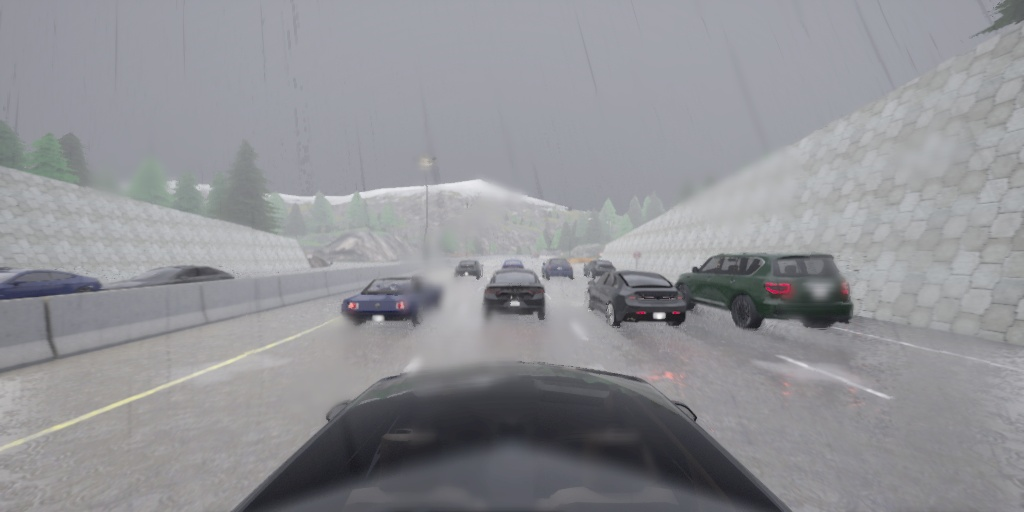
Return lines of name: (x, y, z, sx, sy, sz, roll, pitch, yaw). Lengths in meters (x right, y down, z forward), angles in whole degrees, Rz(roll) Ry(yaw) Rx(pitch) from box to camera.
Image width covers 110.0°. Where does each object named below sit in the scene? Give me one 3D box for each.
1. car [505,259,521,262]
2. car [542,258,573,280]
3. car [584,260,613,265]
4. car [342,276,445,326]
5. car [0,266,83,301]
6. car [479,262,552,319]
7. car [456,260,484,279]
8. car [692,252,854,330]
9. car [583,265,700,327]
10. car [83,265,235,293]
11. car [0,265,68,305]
car: (0.090, 1.031, 30.829, 1.882, 1.535, 5.008, 0, 0, 0)
car: (3.590, 0.918, 28.952, 2.097, 1.767, 4.553, 0, 0, 0)
car: (7.090, 1.068, 29.288, 1.837, 1.490, 4.892, 0, 0, 0)
car: (-3.403, 1.286, 11.362, 1.895, 1.301, 4.718, 0, 0, 0)
car: (-17.591, 1.203, 12.715, 1.812, 1.442, 4.674, 0, 0, 0)
car: (0.096, 1.155, 12.491, 1.882, 1.535, 5.008, 0, 0, 0)
car: (-3.409, 1.069, 29.274, 1.837, 1.490, 4.892, 0, 0, 0)
car: (7.097, 0.909, 10.936, 2.150, 2.045, 5.566, 0, 0, 0)
car: (3.597, 1.191, 11.161, 1.837, 1.490, 4.892, 0, 0, 0)
car: (-14.086, 1.166, 15.054, 1.837, 1.490, 4.892, 0, 0, 0)
car: (-21.089, 1.174, 13.843, 1.837, 1.490, 4.892, 0, 0, 0)
